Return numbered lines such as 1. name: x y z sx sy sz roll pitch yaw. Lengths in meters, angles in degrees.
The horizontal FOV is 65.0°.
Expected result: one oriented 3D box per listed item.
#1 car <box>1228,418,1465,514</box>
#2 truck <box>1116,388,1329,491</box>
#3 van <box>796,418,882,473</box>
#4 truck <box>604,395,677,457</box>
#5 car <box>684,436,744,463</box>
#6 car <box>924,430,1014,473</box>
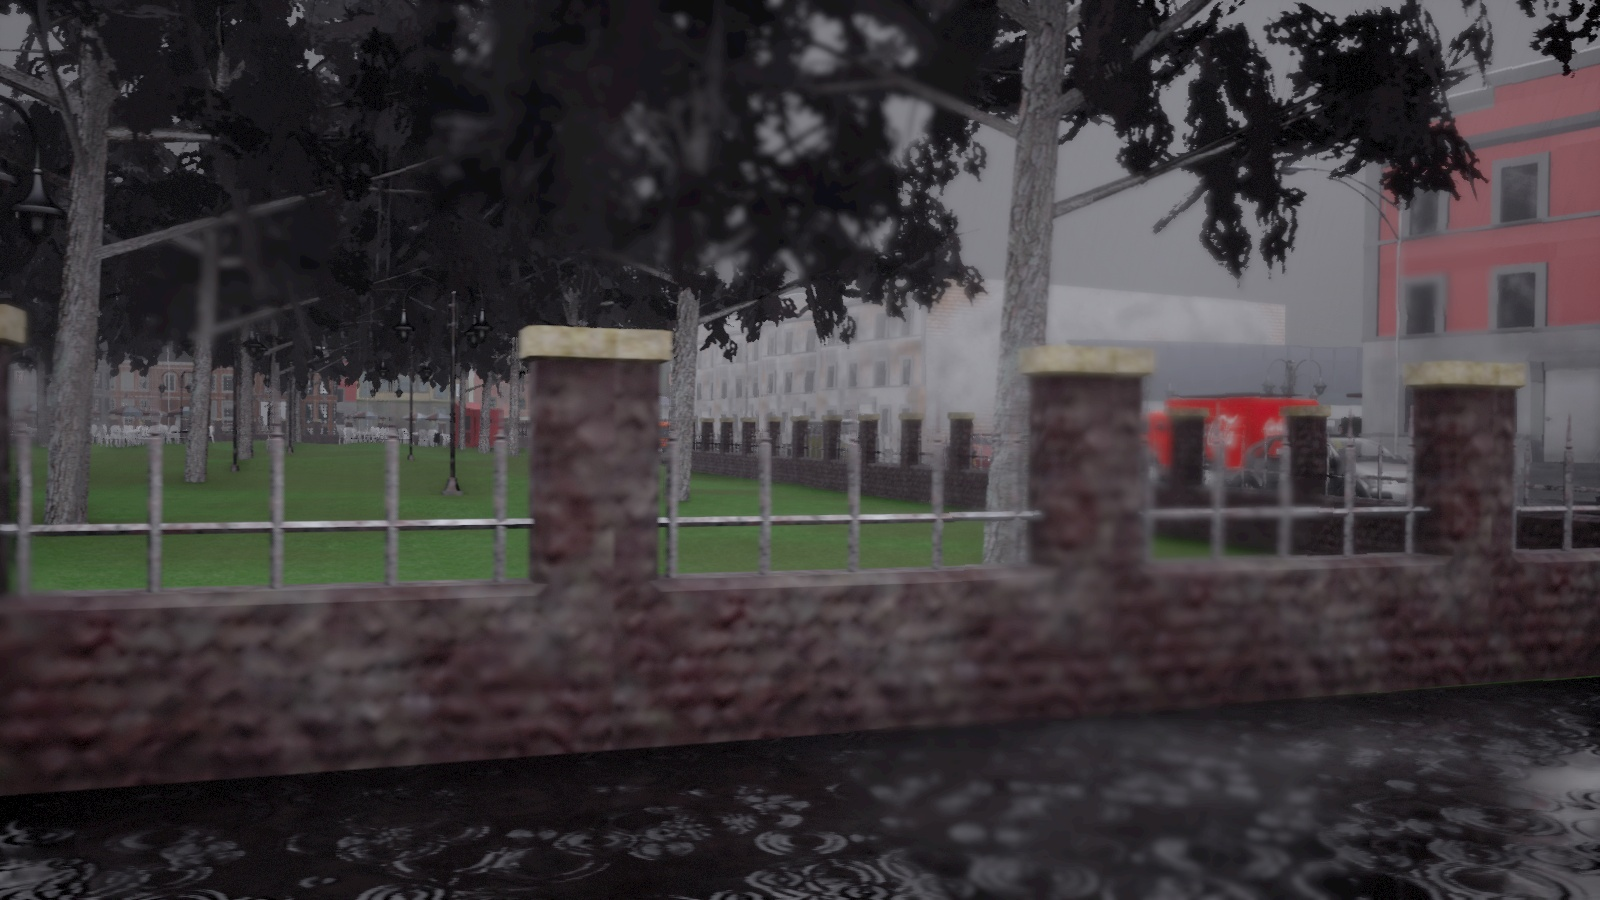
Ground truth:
1. car: 10.042 0.244 23.425 1.851 1.617 3.988 -1 1 -19
2. truck: 10.915 -0.297 32.915 2.627 2.467 5.204 -1 1 -20
3. van: 1.408 -0.203 47.830 1.775 1.987 4.442 -1 1 -19
4. truck: -10.387 -1.530 81.083 2.891 3.827 8.468 -1 1 -19
5. car: -4.467 -0.060 64.455 1.895 1.301 4.718 -1 1 -20
6. car: 6.186 0.039 46.323 1.845 1.501 3.633 -1 1 -19
